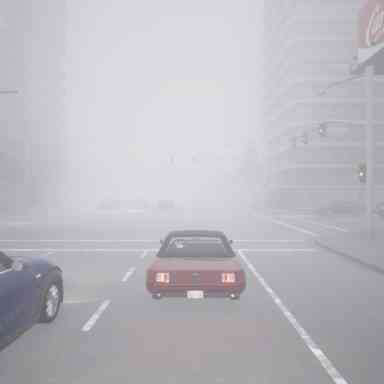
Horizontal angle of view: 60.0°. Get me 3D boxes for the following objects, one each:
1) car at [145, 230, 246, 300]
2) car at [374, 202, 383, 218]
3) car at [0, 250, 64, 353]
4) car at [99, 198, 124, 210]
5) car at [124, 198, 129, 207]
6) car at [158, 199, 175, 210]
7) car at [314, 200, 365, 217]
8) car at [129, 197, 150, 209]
[{"bbox_3d":[0.106,1.601,8.353,1.895,1.301,4.718,0,0,1],"label":"car"},{"bbox_3d":[18.256,1.222,27.783,5.566,2.045,2.150,0,0,0],"label":"car"},{"bbox_3d":[-3.434,1.352,4.329,2.097,1.767,4.553,0,0,1],"label":"car"},{"bbox_3d":[-10.488,1.505,42.838,1.837,1.490,4.892,0,0,0],"label":"car"},{"bbox_3d":[-10.453,1.601,52.094,1.895,1.301,4.718,0,0,1],"label":"car"},{"bbox_3d":[-3.346,1.564,43.858,1.994,1.385,4.181,0,0,1],"label":"car"},{"bbox_3d":[14.045,1.505,31.268,4.892,1.490,1.837,0,0,0],"label":"car"},{"bbox_3d":[-6.962,1.492,46.451,2.128,1.511,4.902,0,0,1],"label":"car"}]
